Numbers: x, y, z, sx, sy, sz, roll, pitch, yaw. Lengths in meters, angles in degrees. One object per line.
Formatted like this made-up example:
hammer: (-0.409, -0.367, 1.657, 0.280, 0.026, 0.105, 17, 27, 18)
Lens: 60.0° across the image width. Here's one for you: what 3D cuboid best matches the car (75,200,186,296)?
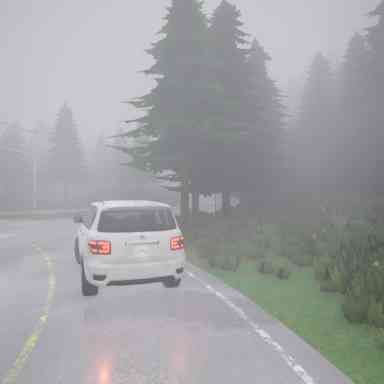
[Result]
car: (-1.901, 1.221, 8.996, 2.150, 2.045, 5.566, 0, 0, -20)
